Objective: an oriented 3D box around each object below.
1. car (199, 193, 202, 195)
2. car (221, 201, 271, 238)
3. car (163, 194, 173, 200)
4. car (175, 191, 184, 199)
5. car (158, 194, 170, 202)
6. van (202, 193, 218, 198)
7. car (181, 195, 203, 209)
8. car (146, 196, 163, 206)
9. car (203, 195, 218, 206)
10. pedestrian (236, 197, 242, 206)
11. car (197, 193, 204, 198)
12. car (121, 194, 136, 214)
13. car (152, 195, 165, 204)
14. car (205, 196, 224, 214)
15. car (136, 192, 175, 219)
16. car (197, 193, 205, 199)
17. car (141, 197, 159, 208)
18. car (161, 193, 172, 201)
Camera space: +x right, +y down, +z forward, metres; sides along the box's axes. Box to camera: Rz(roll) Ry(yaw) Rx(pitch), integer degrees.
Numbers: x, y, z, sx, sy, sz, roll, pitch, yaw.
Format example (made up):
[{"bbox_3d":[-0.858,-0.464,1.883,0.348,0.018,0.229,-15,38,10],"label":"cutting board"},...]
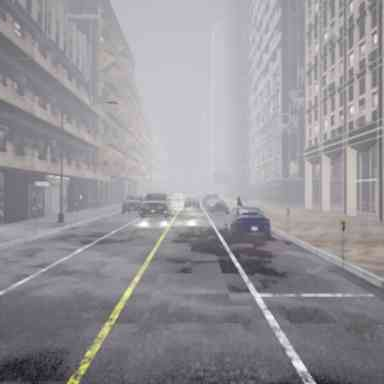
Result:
[{"bbox_3d":[2.505,1.006,48.493,2.192,1.841,5.009,1,0,0],"label":"car"},{"bbox_3d":[2.725,1.410,16.802,1.812,1.442,4.674,0,0,0],"label":"car"},{"bbox_3d":[-5.417,1.092,76.154,1.887,1.381,4.507,0,0,0],"label":"car"},{"bbox_3d":[-2.848,0.801,69.230,2.150,2.045,5.566,0,0,0],"label":"car"},{"bbox_3d":[-5.401,1.147,65.082,1.887,1.381,4.507,1,0,0],"label":"car"},{"bbox_3d":[2.513,1.063,42.957,1.690,1.788,3.998,1,0,0],"label":"van"},{"bbox_3d":[0.015,1.342,39.709,1.895,1.301,4.718,0,0,0],"label":"car"},{"bbox_3d":[-5.378,1.242,48.473,2.008,1.369,4.403,1,0,0],"label":"car"},{"bbox_3d":[2.518,1.336,37.426,1.802,1.307,4.206,1,0,0],"label":"car"},{"bbox_3d":[2.721,1.158,19.647,0.375,1.860,0.375,1,0,0],"label":"pedestrian"},{"bbox_3d":[2.439,1.001,92.950,1.752,1.417,4.829,0,0,0],"label":"car"},{"bbox_3d":[-5.352,1.102,31.865,2.192,1.841,5.009,1,0,0],"label":"car"},{"bbox_3d":[-5.386,1.243,54.010,1.802,1.307,4.206,1,0,0],"label":"car"},{"bbox_3d":[2.526,1.369,31.889,1.802,1.307,4.206,1,0,0],"label":"car"},{"bbox_3d":[-2.889,1.035,27.491,2.150,2.045,5.566,0,0,0],"label":"car"},{"bbox_3d":[2.447,1.065,87.244,1.947,1.339,4.313,0,0,0],"label":"car"},{"bbox_3d":[-5.370,1.304,42.937,1.802,1.307,4.206,1,0,0],"label":"car"},{"bbox_3d":[-5.408,1.015,70.616,1.967,1.590,4.097,1,0,0],"label":"car"}]
